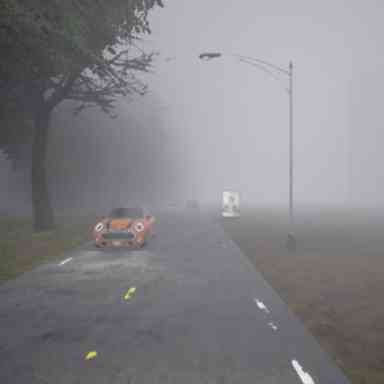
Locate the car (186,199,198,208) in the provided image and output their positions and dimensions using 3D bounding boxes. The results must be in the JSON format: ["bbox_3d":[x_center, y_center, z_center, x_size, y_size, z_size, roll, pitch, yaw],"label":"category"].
[{"bbox_3d":[0.030,1.812,55.507,1.994,1.385,4.181,0,0,0],"label":"car"}]

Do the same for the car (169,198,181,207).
[{"bbox_3d":[-2.771,1.805,56.826,2.033,1.411,5.357,0,0,1],"label":"car"}]

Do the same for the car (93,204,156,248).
[{"bbox_3d":[-2.842,1.378,14.890,2.097,1.767,4.553,0,0,0],"label":"car"}]

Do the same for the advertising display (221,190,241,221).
[{"bbox_3d":[3.153,1.098,27.012,1.540,2.440,0.280,1,0,0],"label":"advertising display"}]

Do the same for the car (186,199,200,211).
[{"bbox_3d":[0.091,1.721,44.198,2.033,1.411,5.357,0,0,0],"label":"car"}]
